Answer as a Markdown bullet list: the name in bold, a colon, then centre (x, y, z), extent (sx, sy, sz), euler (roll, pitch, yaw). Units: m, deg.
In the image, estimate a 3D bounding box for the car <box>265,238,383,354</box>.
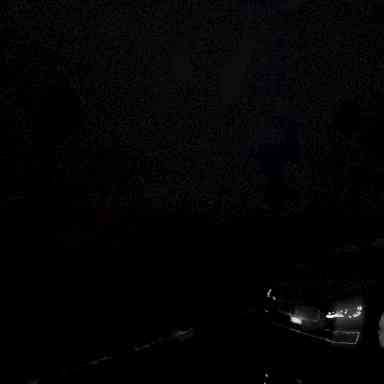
- **car**: centre (3.460, 1.738, 6.635), extent (4.892, 1.490, 1.837), euler (1, -3, -39)
